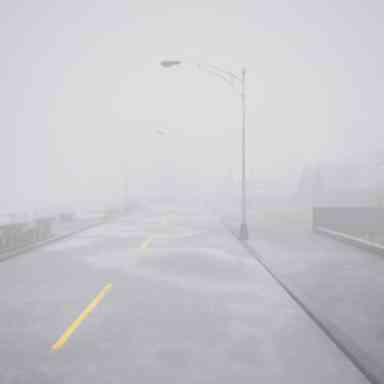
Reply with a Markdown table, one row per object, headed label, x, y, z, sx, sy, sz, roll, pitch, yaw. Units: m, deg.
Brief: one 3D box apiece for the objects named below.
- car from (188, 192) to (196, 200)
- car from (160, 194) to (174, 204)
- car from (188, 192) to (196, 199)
| label | x | y | z | sx | sy | sz | roll | pitch | yaw |
| --- | --- | --- | --- | --- | --- | --- | --- | --- | --- |
| car | -0.031 | 1.062 | 77.827 | 1.882 | 1.535 | 5.008 | 0 | 0 | 0 |
| car | -4.022 | 1.129 | 54.747 | 2.097 | 1.767 | 4.553 | 0 | 0 | 0 |
| car | -0.035 | 0.809 | 88.215 | 2.097 | 1.767 | 4.553 | 0 | 0 | 0 |
